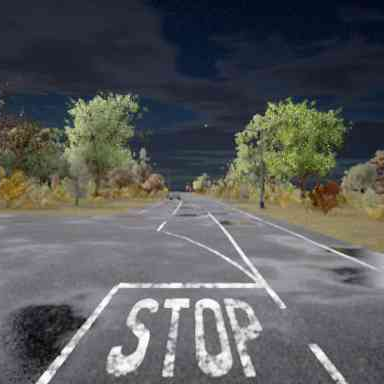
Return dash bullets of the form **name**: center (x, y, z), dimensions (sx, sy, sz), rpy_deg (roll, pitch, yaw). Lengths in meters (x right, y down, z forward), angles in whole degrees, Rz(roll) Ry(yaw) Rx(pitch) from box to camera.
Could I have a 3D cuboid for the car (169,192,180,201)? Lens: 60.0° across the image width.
- **car**: center (-3.786, 0.913, 73.864), dimensions (2.150, 2.045, 5.566), rpy_deg (0, 0, 3)
